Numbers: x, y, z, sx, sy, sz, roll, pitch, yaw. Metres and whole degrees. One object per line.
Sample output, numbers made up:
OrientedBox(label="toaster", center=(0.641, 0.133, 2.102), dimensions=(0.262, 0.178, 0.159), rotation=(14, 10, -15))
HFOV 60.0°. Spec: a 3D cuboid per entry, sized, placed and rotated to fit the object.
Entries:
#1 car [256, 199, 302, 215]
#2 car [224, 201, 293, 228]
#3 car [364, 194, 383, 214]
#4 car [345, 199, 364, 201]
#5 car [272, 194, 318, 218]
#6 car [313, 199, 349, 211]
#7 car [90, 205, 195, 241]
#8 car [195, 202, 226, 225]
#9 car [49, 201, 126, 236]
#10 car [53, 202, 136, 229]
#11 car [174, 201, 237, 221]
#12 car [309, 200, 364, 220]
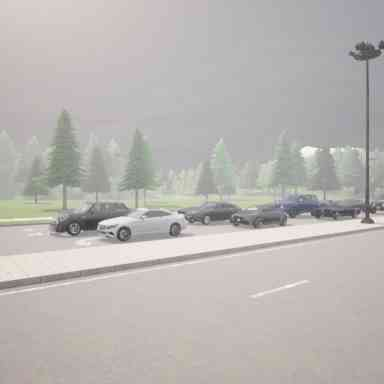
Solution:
OrientedBox(label="car", center=(9.082, 1.491, 34.594), dimensions=(4.902, 1.511, 2.128), rotation=(0, 0, -38))
OrientedBox(label="car", center=(4.469, 1.564, 22.119), dimensions=(4.181, 1.385, 1.994), rotation=(0, 0, -39))
OrientedBox(label="car", center=(20.607, 1.221, 34.623), dimensions=(5.566, 2.045, 2.150), rotation=(0, 0, -38))
OrientedBox(label="car", center=(17.626, 1.505, 36.749), dimensions=(4.892, 1.490, 1.837), rotation=(0, 0, -37))
OrientedBox(label="car", center=(9.518, 1.221, 30.501), dimensions=(5.566, 2.045, 2.150), rotation=(0, 0, -38))
OrientedBox(label="car", center=(17.050, 1.601, 40.711), dimensions=(4.718, 1.301, 1.895), rotation=(0, 0, -37))
OrientedBox(label="car", center=(-2.392, 1.526, 16.741), dimensions=(4.674, 1.442, 1.812), rotation=(0, 0, -38))
OrientedBox(label="car", center=(1.640, 1.505, 24.340), dimensions=(4.892, 1.490, 1.837), rotation=(0, 0, -38))
OrientedBox(label="car", center=(-5.548, 1.352, 18.716), dimensions=(4.553, 1.767, 2.097), rotation=(0, 0, -38))
OrientedBox(label="car", center=(-6.471, 1.478, 22.436), dimensions=(5.008, 1.535, 1.882), rotation=(0, 0, -38))
OrientedBox(label="car", center=(1.262, 1.547, 28.489), dimensions=(5.357, 1.411, 2.033), rotation=(0, 0, -38))
OrientedBox(label="car", center=(12.295, 1.601, 28.219), dimensions=(4.718, 1.301, 1.895), rotation=(0, 0, -38))
